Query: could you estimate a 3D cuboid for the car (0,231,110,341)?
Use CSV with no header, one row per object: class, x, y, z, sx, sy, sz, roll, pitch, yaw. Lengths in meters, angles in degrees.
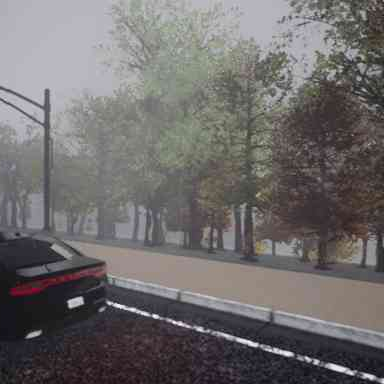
car,-3.726,1.485,6.313,5.008,1.535,1.882,0,0,35
